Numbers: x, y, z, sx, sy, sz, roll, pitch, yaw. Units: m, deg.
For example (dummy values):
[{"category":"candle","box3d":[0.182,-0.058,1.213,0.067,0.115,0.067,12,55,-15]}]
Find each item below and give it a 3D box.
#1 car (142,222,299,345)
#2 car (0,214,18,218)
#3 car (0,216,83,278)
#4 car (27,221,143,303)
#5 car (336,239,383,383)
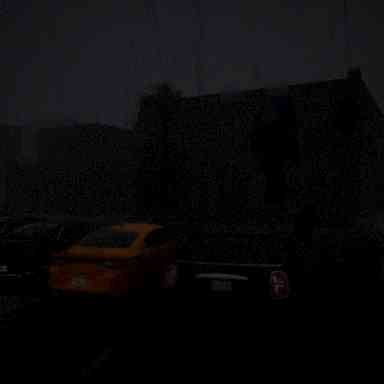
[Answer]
[{"category":"car","box3d":[0.981,1.374,6.717,2.185,1.767,4.553,-1,-1,16]},{"category":"car","box3d":[-6.186,1.600,11.840,2.231,1.521,4.892,-1,-1,15]},{"category":"car","box3d":[-3.796,1.566,10.141,2.231,1.521,4.892,-1,-1,15]},{"category":"car","box3d":[-1.401,1.531,8.441,2.097,1.535,5.008,-1,-1,15]},{"category":"car","box3d":[3.389,1.511,5.040,2.002,1.452,4.674,0,-1,16]}]
